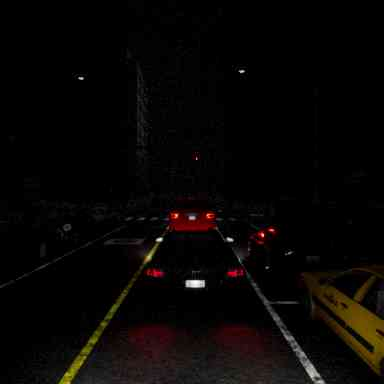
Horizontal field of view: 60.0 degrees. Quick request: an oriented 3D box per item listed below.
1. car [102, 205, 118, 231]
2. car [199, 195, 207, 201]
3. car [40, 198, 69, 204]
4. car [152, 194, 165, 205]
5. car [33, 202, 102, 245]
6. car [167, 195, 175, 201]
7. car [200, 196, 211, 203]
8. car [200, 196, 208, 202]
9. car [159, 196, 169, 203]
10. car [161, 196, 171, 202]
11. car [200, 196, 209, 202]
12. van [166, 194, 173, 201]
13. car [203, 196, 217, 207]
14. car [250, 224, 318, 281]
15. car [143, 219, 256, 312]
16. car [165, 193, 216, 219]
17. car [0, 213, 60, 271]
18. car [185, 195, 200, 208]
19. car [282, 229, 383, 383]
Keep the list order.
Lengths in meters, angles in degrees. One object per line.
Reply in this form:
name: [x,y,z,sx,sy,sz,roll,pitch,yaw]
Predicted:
car: [-5.751,1.527,20.407,1.752,1.417,4.829,0,0,0]
car: [2.814,1.556,85.337,1.752,1.417,4.829,0,0,0]
car: [-12.746,1.306,31.821,4.674,1.442,1.812,1,0,4]
car: [-5.728,1.329,57.985,2.192,1.841,5.009,0,0,0]
car: [-5.755,1.441,15.120,1.967,1.590,4.097,0,0,0]
car: [-5.708,1.585,90.610,2.008,1.369,4.403,0,0,0]
car: [2.804,1.570,68.854,2.008,1.369,4.403,0,0,0]
car: [2.810,1.571,79.730,1.887,1.381,4.507,0,0,0]
car: [-5.721,1.601,68.860,1.802,1.307,4.206,0,0,0]
car: [-5.718,1.548,74.127,1.752,1.417,4.829,0,0,0]
car: [2.807,1.568,74.292,1.887,1.381,4.507,0,0,0]
van: [-5.712,1.371,85.173,1.690,1.788,3.998,0,0,0]
car: [2.794,1.451,52.542,1.967,1.590,4.097,0,0,0]
car: [2.767,1.566,9.659,1.947,1.339,4.313,0,0,0]
car: [0.064,1.564,7.789,1.994,1.385,4.181,0,0,0]
car: [0.014,1.222,17.209,2.150,2.045,5.566,0,0,0]
car: [-5.758,1.545,9.663,1.887,1.381,4.507,0,0,0]
car: [0.076,1.361,49.221,2.097,1.767,4.553,0,0,1]
car: [2.764,1.525,4.373,1.752,1.417,4.829,0,0,0]
